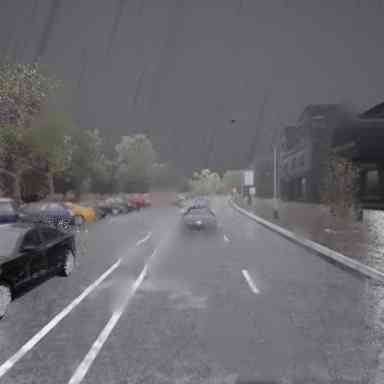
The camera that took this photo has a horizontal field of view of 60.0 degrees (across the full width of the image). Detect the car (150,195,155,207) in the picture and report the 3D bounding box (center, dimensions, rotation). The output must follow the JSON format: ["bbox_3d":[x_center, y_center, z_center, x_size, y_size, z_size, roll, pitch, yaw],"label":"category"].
[{"bbox_3d":[-7.955,1.522,46.023,4.674,1.452,2.002,-1,0,-17],"label":"car"}]

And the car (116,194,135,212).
[{"bbox_3d":[-8.590,1.338,34.163,4.553,1.767,2.185,-1,0,-17],"label":"car"}]

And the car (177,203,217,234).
[{"bbox_3d":[0.406,1.535,19.052,1.994,1.385,4.181,0,0,2],"label":"car"}]

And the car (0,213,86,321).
[{"bbox_3d":[-4.180,1.464,7.339,1.882,1.535,5.008,0,0,1],"label":"car"}]

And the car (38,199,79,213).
[{"bbox_3d":[-9.154,1.334,19.317,4.553,1.767,2.185,-1,0,-19],"label":"car"}]

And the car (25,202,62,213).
[{"bbox_3d":[-9.271,1.463,16.347,5.008,1.535,2.097,-1,0,-19],"label":"car"}]

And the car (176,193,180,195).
[{"bbox_3d":[-5.766,1.579,72.631,4.674,1.452,2.002,-1,0,-14],"label":"car"}]

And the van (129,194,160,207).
[{"bbox_3d":[-7.441,1.270,51.987,4.442,1.987,1.878,-1,-1,-16],"label":"van"}]

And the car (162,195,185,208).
[{"bbox_3d":[-2.579,1.542,47.957,2.033,1.411,5.357,0,0,4],"label":"car"}]

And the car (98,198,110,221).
[{"bbox_3d":[-8.965,1.488,25.262,4.792,1.488,2.163,-1,0,-18],"label":"car"}]

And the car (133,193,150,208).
[{"bbox_3d":[-8.342,1.220,40.081,5.566,2.045,2.435,-1,0,-17],"label":"car"}]

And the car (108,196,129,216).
[{"bbox_3d":[-8.767,1.462,31.194,4.892,1.521,2.231,-1,0,-18],"label":"car"}]

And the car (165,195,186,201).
[{"bbox_3d":[-4.319,1.524,87.355,5.366,1.575,1.946,-1,0,-13],"label":"car"}]

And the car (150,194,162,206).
[{"bbox_3d":[-7.579,1.484,49.040,5.366,1.575,1.946,-1,0,-16],"label":"car"}]

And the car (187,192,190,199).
[{"bbox_3d":[-3.816,1.545,90.332,4.792,1.488,2.163,-1,0,-13],"label":"car"}]

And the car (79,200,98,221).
[{"bbox_3d":[-9.090,1.459,22.281,5.008,1.535,2.097,-1,0,-18],"label":"car"}]

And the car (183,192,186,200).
[{"bbox_3d":[-4.828,1.537,81.495,4.892,1.521,2.231,-1,0,-14],"label":"car"}]

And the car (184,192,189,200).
[{"bbox_3d":[-4.304,1.525,84.492,5.366,1.575,1.946,-1,0,-13],"label":"car"}]

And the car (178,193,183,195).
[{"bbox_3d":[-5.119,1.413,78.546,4.553,1.767,2.185,-1,0,-14],"label":"car"}]

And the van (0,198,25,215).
[{"bbox_3d":[-9.441,1.241,13.328,4.442,1.987,1.878,-1,0,-19],"label":"van"}]

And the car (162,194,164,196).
[{"bbox_3d":[-7.327,1.546,54.912,4.674,1.452,2.002,-1,0,-16],"label":"car"}]

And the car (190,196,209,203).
[{"bbox_3d":[1.136,1.521,37.385,2.033,1.411,5.357,0,0,3],"label":"car"}]

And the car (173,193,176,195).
[{"bbox_3d":[-6.330,1.534,66.712,5.008,1.535,2.097,-1,0,-15],"label":"car"}]

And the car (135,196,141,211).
[{"bbox_3d":[-8.475,1.507,37.128,4.674,1.452,2.002,-1,0,-17],"label":"car"}]
